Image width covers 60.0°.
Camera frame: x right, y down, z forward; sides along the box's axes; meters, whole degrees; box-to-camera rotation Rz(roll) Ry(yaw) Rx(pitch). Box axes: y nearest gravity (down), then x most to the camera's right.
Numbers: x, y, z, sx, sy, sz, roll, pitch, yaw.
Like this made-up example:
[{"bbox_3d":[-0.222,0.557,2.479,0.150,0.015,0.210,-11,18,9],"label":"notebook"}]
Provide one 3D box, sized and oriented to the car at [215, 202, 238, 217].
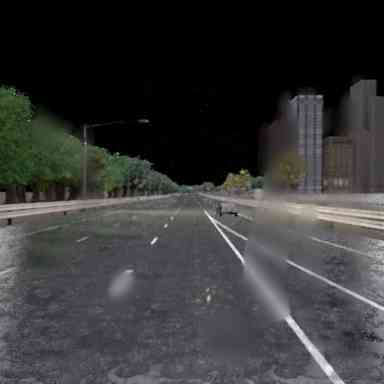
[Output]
[{"bbox_3d":[3.511,1.746,34.165,2.033,1.411,5.357,0,0,-1],"label":"car"}]
